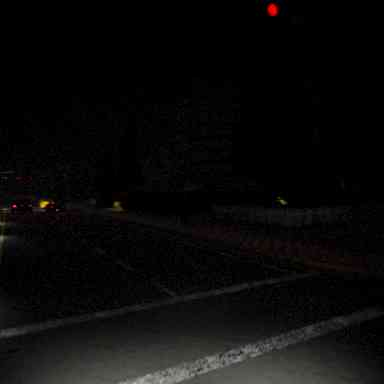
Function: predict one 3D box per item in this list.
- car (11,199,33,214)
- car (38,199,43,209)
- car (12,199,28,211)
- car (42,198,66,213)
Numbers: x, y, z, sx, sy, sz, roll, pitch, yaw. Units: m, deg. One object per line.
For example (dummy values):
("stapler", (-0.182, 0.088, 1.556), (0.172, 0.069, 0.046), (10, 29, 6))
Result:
("car", (-20.027, 1.580, 39.209), (2.097, 1.767, 4.553), (-1, 0, -28))
("car", (-21.463, 1.692, 48.930), (1.882, 1.535, 5.008), (-1, 0, -29))
("car", (-24.527, 1.787, 47.240), (1.837, 1.490, 4.892), (-1, 0, -29))
("car", (-16.469, 1.754, 39.998), (1.895, 1.301, 4.718), (-1, 0, -28))
